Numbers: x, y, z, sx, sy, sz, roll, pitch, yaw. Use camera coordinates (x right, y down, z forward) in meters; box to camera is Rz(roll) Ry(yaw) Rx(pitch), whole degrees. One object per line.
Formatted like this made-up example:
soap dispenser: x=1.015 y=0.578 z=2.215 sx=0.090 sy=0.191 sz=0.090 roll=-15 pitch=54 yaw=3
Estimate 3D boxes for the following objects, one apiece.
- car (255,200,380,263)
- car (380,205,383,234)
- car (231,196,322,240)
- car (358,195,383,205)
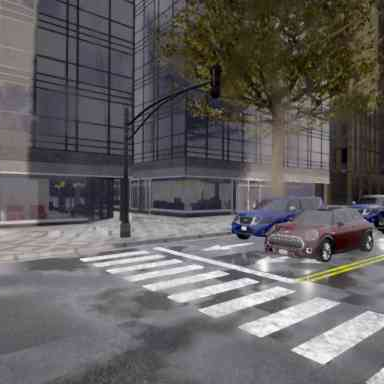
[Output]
car: x=4.700 y=1.355 z=12.168 sx=4.553 sy=1.767 sz=2.097 roll=0 pitch=0 yaw=-39
car: x=12.076 y=1.553 z=18.100 sx=5.357 sy=1.411 sz=2.033 roll=0 pitch=0 yaw=-39
car: x=4.395 y=1.223 z=16.093 sx=5.566 sy=2.045 sz=2.150 roll=0 pitch=0 yaw=-39
car: x=12.477 y=1.225 z=22.588 sx=5.566 sy=2.045 sz=2.150 roll=0 pitch=0 yaw=-39
